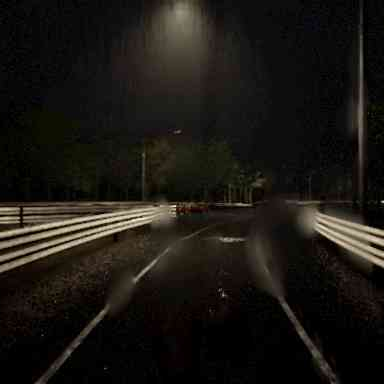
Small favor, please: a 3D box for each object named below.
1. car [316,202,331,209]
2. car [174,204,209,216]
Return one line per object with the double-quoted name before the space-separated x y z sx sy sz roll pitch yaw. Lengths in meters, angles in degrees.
"car" 26.345 2.696 66.728 1.994 1.385 4.181 -1 -2 42
"car" -0.224 1.953 37.369 1.895 1.301 4.718 -1 -2 42
